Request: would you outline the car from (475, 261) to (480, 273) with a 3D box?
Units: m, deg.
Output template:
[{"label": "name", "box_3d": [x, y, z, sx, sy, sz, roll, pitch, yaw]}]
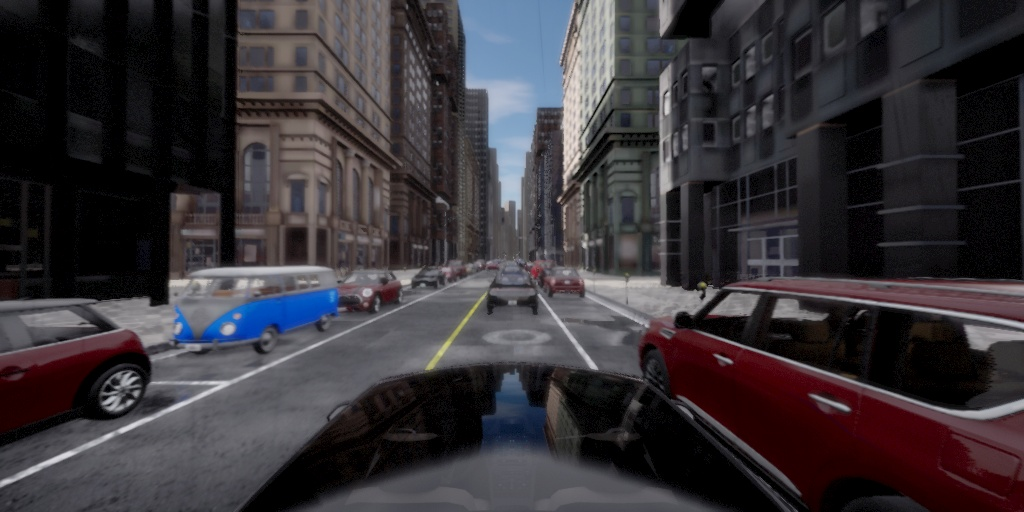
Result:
[{"label": "car", "box_3d": [-5.790, 1.689, 47.790, 2.007, 1.370, 4.403, 0, 0, 0]}]

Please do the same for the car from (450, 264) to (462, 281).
[{"label": "car", "box_3d": [-5.780, 1.578, 30.986, 1.802, 1.307, 4.207, 0, 0, 0]}]

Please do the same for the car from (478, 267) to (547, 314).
[{"label": "car", "box_3d": [0.036, 1.347, 14.237, 2.128, 1.511, 4.902, 0, 0, 0]}]

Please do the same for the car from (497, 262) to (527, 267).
[{"label": "car", "box_3d": [0.027, 1.487, 29.254, 1.837, 1.490, 4.892, 0, 0, 0]}]

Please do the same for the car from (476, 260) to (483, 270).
[{"label": "car", "box_3d": [-5.794, 1.751, 53.392, 1.948, 1.339, 4.313, 0, 0, 0]}]

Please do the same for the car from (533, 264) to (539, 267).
[{"label": "car", "box_3d": [2.749, 1.515, 25.393, 1.948, 1.339, 4.313, 0, 0, 0]}]

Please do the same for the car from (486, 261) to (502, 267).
[{"label": "car", "box_3d": [-3.089, 1.837, 59.396, 1.895, 1.301, 4.718, 0, 0, 1]}]

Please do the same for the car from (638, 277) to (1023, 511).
[{"label": "car", "box_3d": [2.762, 1.075, 2.985, 2.192, 1.841, 5.009, 0, 0, 0]}]

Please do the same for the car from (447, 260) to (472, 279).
[{"label": "car", "box_3d": [-5.783, 1.358, 36.587, 2.192, 1.841, 5.009, 0, 0, 0]}]

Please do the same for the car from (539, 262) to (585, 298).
[{"label": "car", "box_3d": [2.752, 1.341, 19.791, 1.967, 1.591, 4.097, 0, 0, 0]}]

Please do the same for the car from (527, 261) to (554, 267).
[{"label": "car", "box_3d": [2.745, 1.311, 30.994, 2.192, 1.841, 5.009, 0, 0, 0]}]

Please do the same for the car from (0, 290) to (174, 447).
[{"label": "car", "box_3d": [-5.763, 1.200, 2.978, 1.967, 1.591, 4.097, 0, 0, 0]}]

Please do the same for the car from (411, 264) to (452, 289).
[{"label": "car", "box_3d": [-5.777, 1.514, 25.384, 1.948, 1.339, 4.313, 0, 0, 0]}]

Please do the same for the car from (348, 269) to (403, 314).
[{"label": "car", "box_3d": [-5.770, 1.294, 14.181, 1.967, 1.591, 4.097, 0, 0, 0]}]

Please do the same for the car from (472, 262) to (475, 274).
[{"label": "car", "box_3d": [-5.787, 1.616, 42.019, 1.751, 1.417, 4.829, 0, 0, 0]}]

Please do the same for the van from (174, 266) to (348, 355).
[{"label": "van", "box_3d": [-5.766, 1.148, 8.579, 1.690, 1.789, 3.998, 0, 0, 0]}]

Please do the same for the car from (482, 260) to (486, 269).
[{"label": "car", "box_3d": [-5.797, 1.673, 58.994, 1.967, 1.591, 4.097, 0, 0, 0]}]
